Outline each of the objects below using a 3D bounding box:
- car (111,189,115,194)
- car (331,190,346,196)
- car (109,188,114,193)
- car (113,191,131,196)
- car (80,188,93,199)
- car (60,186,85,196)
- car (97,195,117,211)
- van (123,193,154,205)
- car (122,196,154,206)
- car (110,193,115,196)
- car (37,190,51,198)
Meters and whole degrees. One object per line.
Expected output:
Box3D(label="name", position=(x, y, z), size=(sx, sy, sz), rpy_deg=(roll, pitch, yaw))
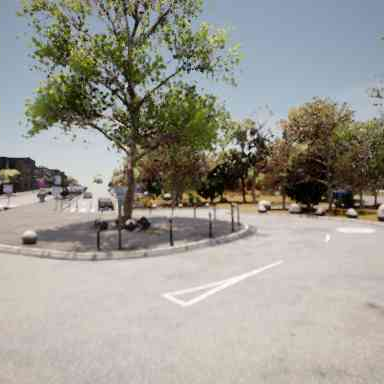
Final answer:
Box3D(label="car", position=(-16.763, 0.605, 81.919), size=(4.792, 1.488, 2.163), rpy_deg=(0, 1, -16))
Box3D(label="car", position=(32.227, 0.175, 73.630), size=(1.882, 1.535, 5.008), rpy_deg=(0, 1, -16))
Box3D(label="car", position=(-18.404, 0.434, 87.222), size=(5.366, 1.575, 1.946), rpy_deg=(0, 1, -16))
Box3D(label="car", position=(-18.941, 0.397, 89.953), size=(4.792, 1.488, 2.163), rpy_deg=(0, 1, -16))
Box3D(label="car", position=(-23.016, 0.628, 73.415), size=(2.097, 1.767, 4.553), rpy_deg=(0, 1, -16))
Box3D(label="car", position=(-32.106, 0.092, 88.256), size=(5.566, 2.045, 2.435), rpy_deg=(0, 1, -16))
Box3D(label="car", position=(-10.904, 1.557, 42.128), size=(1.837, 1.490, 4.892), rpy_deg=(0, 0, -16))
Box3D(label="van", position=(-7.911, 1.195, 49.817), size=(4.442, 1.987, 1.878), rpy_deg=(0, 2, -16))
Box3D(label="car", position=(-8.515, 1.379, 52.533), size=(4.792, 1.488, 2.163), rpy_deg=(0, 2, -16))
Box3D(label="car", position=(-13.674, 1.348, 52.000), size=(2.128, 1.511, 4.902), rpy_deg=(0, 2, -15))
Box3D(label="car", position=(-35.459, 0.570, 78.987), size=(1.837, 1.490, 4.892), rpy_deg=(0, 1, -15))
